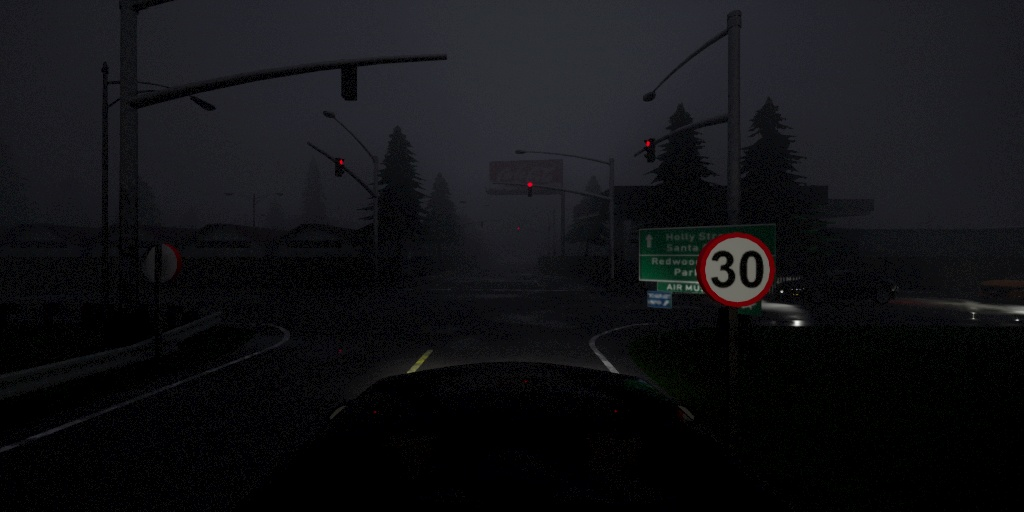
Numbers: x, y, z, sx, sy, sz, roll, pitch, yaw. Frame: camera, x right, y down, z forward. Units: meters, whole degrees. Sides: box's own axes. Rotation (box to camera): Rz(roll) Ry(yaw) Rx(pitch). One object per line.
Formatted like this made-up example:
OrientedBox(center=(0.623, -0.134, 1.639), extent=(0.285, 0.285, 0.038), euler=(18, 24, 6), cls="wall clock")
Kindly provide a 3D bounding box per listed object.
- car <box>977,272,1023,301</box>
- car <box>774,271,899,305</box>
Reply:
OrientedBox(center=(25.133, 1.419, 16.817), extent=(5.008, 1.535, 1.882), euler=(0, 0, 1), cls="car")
OrientedBox(center=(15.197, 1.446, 16.947), extent=(4.892, 1.490, 1.837), euler=(0, 0, 1), cls="car")
